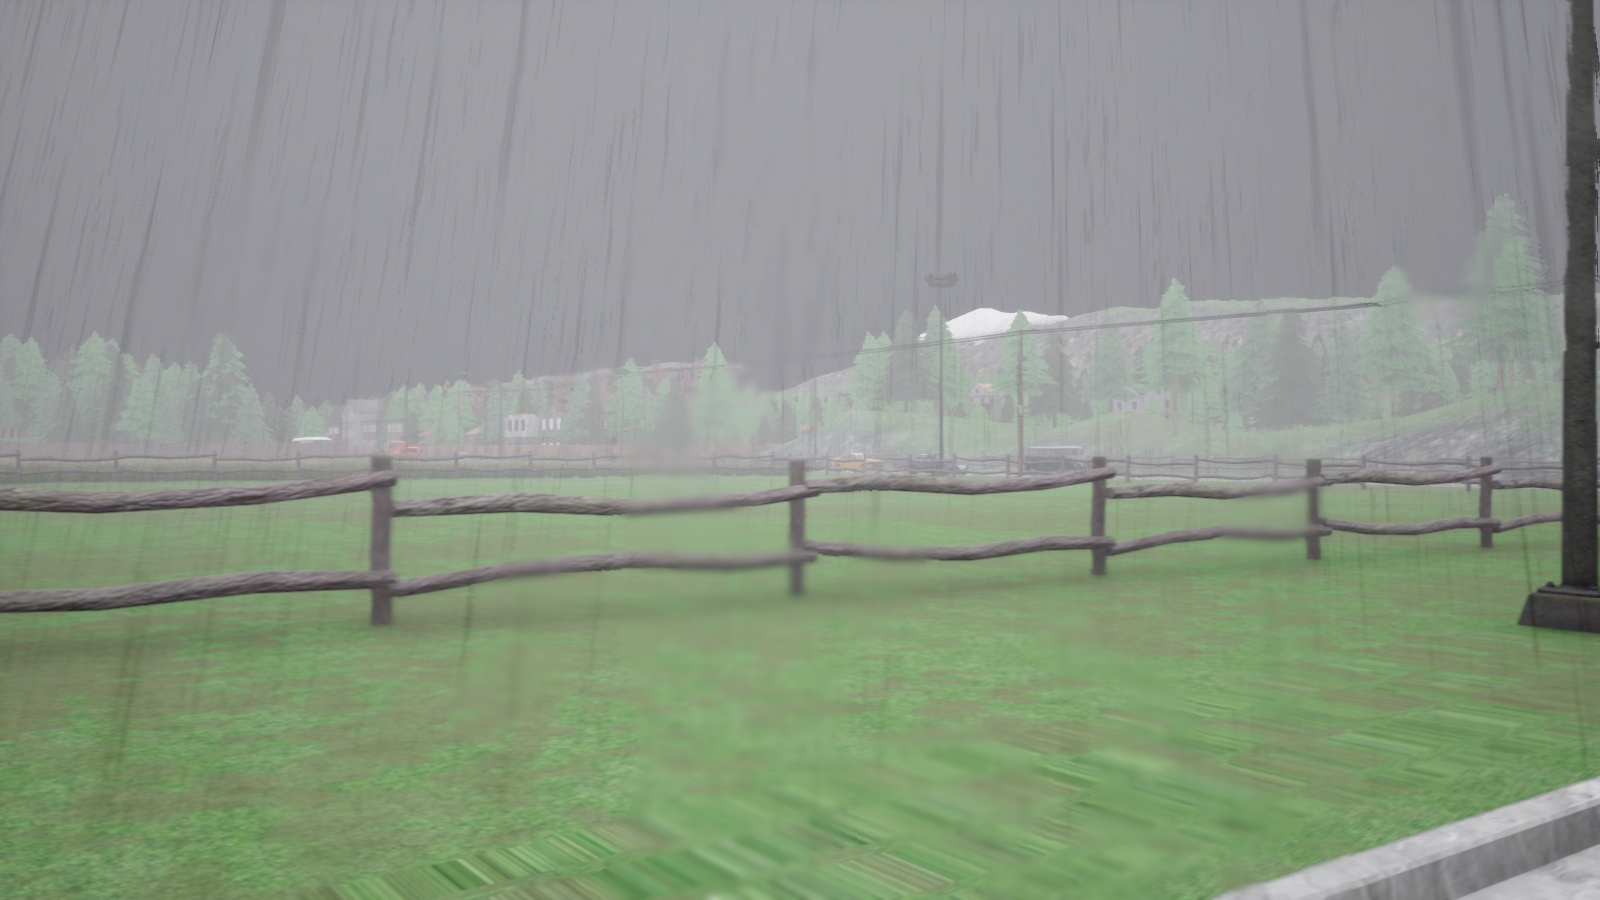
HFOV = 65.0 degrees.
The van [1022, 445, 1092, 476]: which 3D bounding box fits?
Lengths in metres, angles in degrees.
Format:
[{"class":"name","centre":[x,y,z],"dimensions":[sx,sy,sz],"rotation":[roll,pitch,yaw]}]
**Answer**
[{"class":"van","centre":[16.765,0.663,81.961],"dimensions":[1.775,1.987,4.442],"rotation":[0,0,-35]}]

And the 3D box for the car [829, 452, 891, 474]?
[{"class":"car","centre":[4.433,0.941,93.225],"dimensions":[1.882,1.535,5.008],"rotation":[0,0,-35]}]

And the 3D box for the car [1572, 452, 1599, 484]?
[{"class":"car","centre":[38.255,0.819,57.858],"dimensions":[1.816,1.474,4.193],"rotation":[0,0,-35]}]

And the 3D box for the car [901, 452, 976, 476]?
[{"class":"car","centre":[8.886,0.880,80.954],"dimensions":[2.128,1.511,4.902],"rotation":[0,0,-35]}]
